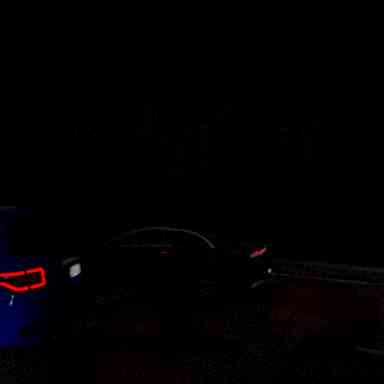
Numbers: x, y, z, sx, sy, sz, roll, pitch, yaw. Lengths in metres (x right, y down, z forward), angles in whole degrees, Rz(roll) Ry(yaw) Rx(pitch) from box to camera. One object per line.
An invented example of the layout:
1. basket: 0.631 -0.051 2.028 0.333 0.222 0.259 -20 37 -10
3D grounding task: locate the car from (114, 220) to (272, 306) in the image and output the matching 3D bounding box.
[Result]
1. car: -0.715 1.415 7.571 4.902 1.511 2.128 -1 0 19

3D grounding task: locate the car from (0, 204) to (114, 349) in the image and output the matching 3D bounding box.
1. car: -4.292 1.231 5.022 5.566 2.045 2.150 -1 0 8
